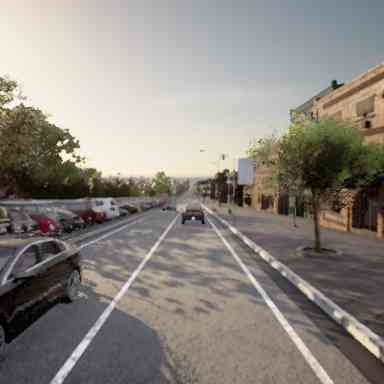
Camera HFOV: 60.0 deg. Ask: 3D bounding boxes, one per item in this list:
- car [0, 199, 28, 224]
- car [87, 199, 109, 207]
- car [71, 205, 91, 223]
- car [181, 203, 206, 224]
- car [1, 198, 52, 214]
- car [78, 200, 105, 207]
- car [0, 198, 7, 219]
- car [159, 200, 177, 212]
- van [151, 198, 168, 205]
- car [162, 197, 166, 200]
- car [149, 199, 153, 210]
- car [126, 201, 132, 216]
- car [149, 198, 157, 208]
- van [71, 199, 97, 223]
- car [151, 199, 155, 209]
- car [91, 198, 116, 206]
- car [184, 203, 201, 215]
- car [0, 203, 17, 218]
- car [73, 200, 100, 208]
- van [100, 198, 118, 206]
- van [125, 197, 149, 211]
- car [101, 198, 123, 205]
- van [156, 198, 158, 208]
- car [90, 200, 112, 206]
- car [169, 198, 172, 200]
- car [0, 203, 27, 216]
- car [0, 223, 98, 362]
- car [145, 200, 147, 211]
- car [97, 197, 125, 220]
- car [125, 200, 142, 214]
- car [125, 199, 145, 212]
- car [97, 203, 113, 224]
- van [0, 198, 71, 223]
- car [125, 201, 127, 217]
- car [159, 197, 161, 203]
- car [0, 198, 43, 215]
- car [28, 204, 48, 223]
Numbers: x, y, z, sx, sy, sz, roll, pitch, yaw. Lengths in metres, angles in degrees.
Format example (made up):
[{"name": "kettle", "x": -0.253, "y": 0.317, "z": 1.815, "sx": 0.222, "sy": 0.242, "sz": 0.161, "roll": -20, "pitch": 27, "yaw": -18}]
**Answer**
[{"name": "car", "x": -8.872, "y": 1.338, "z": 10.945, "sx": 5.566, "sy": 2.045, "sz": 2.435, "roll": 0, "pitch": -1, "yaw": 0}, {"name": "car", "x": -22.028, "y": 2.513, "z": 77.739, "sx": 4.553, "sy": 1.767, "sz": 2.185, "roll": 0, "pitch": -1, "yaw": 0}, {"name": "car", "x": -8.841, "y": 1.702, "z": 19.350, "sx": 4.892, "sy": 1.521, "sz": 2.231, "roll": 0, "pitch": -1, "yaw": 0}, {"name": "car", "x": 0.102, "y": 1.864, "z": 28.579, "sx": 1.837, "sy": 1.490, "sz": 4.892, "roll": 0, "pitch": -1, "yaw": 0}, {"name": "car", "x": -21.928, "y": 1.819, "z": 44.196, "sx": 5.566, "sy": 2.045, "sz": 2.435, "roll": 0, "pitch": -1, "yaw": 0}, {"name": "car", "x": -21.805, "y": 2.542, "z": 72.188, "sx": 5.366, "sy": 1.575, "sz": 1.946, "roll": 0, "pitch": -1, "yaw": 0}, {"name": "car", "x": -21.914, "y": 1.643, "z": 33.180, "sx": 5.566, "sy": 2.045, "sz": 2.435, "roll": 0, "pitch": -1, "yaw": 0}, {"name": "car", "x": -3.316, "y": 2.250, "z": 49.446, "sx": 1.994, "sy": 1.385, "sz": 4.181, "roll": 0, "pitch": -1, "yaw": 0}, {"name": "van", "x": -9.052, "y": 2.657, "z": 92.224, "sx": 4.442, "sy": 1.987, "sz": 1.878, "roll": 0, "pitch": -1, "yaw": 0}, {"name": "car", "x": -8.880, "y": 2.251, "z": 69.803, "sx": 5.566, "sy": 2.045, "sz": 2.435, "roll": 0, "pitch": -1, "yaw": 0}, {"name": "car", "x": -8.855, "y": 2.200, "z": 50.178, "sx": 4.792, "sy": 1.488, "sz": 2.163, "roll": 0, "pitch": -1, "yaw": 0}, {"name": "car", "x": -8.834, "y": 1.925, "z": 33.363, "sx": 4.792, "sy": 1.488, "sz": 2.163, "roll": 0, "pitch": -1, "yaw": 0}, {"name": "car", "x": -8.885, "y": 2.265, "z": 55.785, "sx": 5.008, "sy": 1.535, "sz": 2.097, "roll": 0, "pitch": -1, "yaw": 0}, {"name": "van", "x": -8.966, "y": 1.513, "z": 22.155, "sx": 4.442, "sy": 1.987, "sz": 1.878, "roll": 0, "pitch": -1, "yaw": 0}, {"name": "car", "x": -8.858, "y": 2.247, "z": 52.981, "sx": 4.792, "sy": 1.488, "sz": 2.163, "roll": 0, "pitch": -1, "yaw": 0}, {"name": "car", "x": -22.033, "y": 2.482, "z": 83.293, "sx": 5.566, "sy": 2.045, "sz": 2.435, "roll": 0, "pitch": -1, "yaw": 0}, {"name": "car", "x": 0.078, "y": 2.125, "z": 42.950, "sx": 2.033, "sy": 1.411, "sz": 5.357, "roll": 0, "pitch": -1, "yaw": 0}, {"name": "car", "x": -21.941, "y": 1.937, "z": 35.962, "sx": 5.008, "sy": 1.535, "sz": 2.097, "roll": 0, "pitch": -1, "yaw": 0}, {"name": "car", "x": -21.993, "y": 2.499, "z": 69.411, "sx": 4.892, "sy": 1.521, "sz": 2.231, "roll": 0, "pitch": -1, "yaw": 0}, {"name": "van", "x": -22.128, "y": 2.601, "z": 88.842, "sx": 4.442, "sy": 1.987, "sz": 1.878, "roll": 0, "pitch": -1, "yaw": 0}, {"name": "van", "x": -8.764, "y": 1.897, "z": 47.380, "sx": 4.442, "sy": 1.987, "sz": 1.878, "roll": 0, "pitch": -1, "yaw": 0}, {"name": "car", "x": -22.043, "y": 2.623, "z": 91.619, "sx": 5.566, "sy": 2.045, "sz": 2.435, "roll": 0, "pitch": -1, "yaw": 0}, {"name": "van", "x": -8.778, "y": 2.087, "z": 58.591, "sx": 4.442, "sy": 1.987, "sz": 1.878, "roll": 0, "pitch": -1, "yaw": 0}, {"name": "car", "x": -21.972, "y": 2.715, "z": 80.513, "sx": 4.792, "sy": 1.488, "sz": 2.163, "roll": 0, "pitch": -1, "yaw": 0}, {"name": "car", "x": -8.904, "y": 2.584, "z": 89.424, "sx": 5.566, "sy": 2.045, "sz": 2.435, "roll": 0, "pitch": -1, "yaw": 0}, {"name": "car", "x": -21.947, "y": 2.018, "z": 38.622, "sx": 4.674, "sy": 1.452, "sz": 2.002, "roll": 0, "pitch": -1, "yaw": 0}, {"name": "car", "x": -3.349, "y": 1.543, "z": 5.537, "sx": 2.128, "sy": 1.511, "sz": 4.902, "roll": 0, "pitch": -1, "yaw": 0}, {"name": "car", "x": -8.906, "y": 2.105, "z": 44.572, "sx": 4.792, "sy": 1.488, "sz": 2.163, "roll": 0, "pitch": -1, "yaw": 0}, {"name": "car", "x": -8.885, "y": 1.565, "z": 27.762, "sx": 5.566, "sy": 2.045, "sz": 2.435, "roll": 0, "pitch": -1, "yaw": 0}, {"name": "car", "x": -8.865, "y": 1.981, "z": 38.970, "sx": 5.008, "sy": 1.535, "sz": 2.097, "roll": 0, "pitch": -1, "yaw": 0}, {"name": "car", "x": -9.059, "y": 2.025, "z": 41.770, "sx": 5.366, "sy": 1.575, "sz": 1.946, "roll": 0, "pitch": -1, "yaw": 0}, {"name": "car", "x": -8.847, "y": 1.778, "z": 24.955, "sx": 5.008, "sy": 1.535, "sz": 2.097, "roll": 0, "pitch": -1, "yaw": 0}, {"name": "van", "x": -8.729, "y": 1.437, "z": 16.549, "sx": 4.442, "sy": 1.987, "sz": 1.878, "roll": 0, "pitch": -1, "yaw": 0}, {"name": "car", "x": -8.855, "y": 1.856, "z": 30.566, "sx": 4.892, "sy": 1.521, "sz": 2.231, "roll": 0, "pitch": -1, "yaw": 0}, {"name": "car", "x": -8.870, "y": 2.282, "z": 64.195, "sx": 4.553, "sy": 1.767, "sz": 2.185, "roll": 0, "pitch": -1, "yaw": 0}, {"name": "car", "x": -21.924, "y": 1.774, "z": 41.534, "sx": 5.566, "sy": 2.045, "sz": 2.435, "roll": 0, "pitch": -1, "yaw": 0}, {"name": "car", "x": -8.812, "y": 1.498, "z": 13.744, "sx": 4.553, "sy": 1.767, "sz": 2.185, "roll": 0, "pitch": -1, "yaw": 0}]
